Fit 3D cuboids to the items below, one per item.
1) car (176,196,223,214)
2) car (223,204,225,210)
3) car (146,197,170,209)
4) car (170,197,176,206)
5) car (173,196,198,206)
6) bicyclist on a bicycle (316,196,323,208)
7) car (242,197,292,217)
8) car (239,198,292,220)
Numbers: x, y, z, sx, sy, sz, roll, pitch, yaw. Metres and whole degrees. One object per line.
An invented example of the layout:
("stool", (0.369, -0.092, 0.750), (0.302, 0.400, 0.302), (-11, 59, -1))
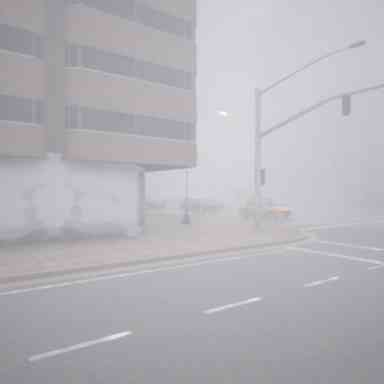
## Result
("car", (0.676, 1.486, 35.876), (1.882, 1.535, 5.008), (0, 0, -36))
("car", (1.858, 1.487, 40.195), (1.882, 1.535, 5.008), (0, 0, -36))
("car", (-5.233, 1.609, 44.038), (1.895, 1.301, 4.718), (0, 0, -36))
("car", (-3.518, 1.558, 53.692), (2.033, 1.411, 5.357), (0, 0, -38))
("car", (-1.199, 1.504, 57.108), (2.128, 1.511, 4.902), (0, 0, -31))
("bicyclist on a bicycle", (16.927, 1.316, 44.085), (1.656, 1.620, 0.582), (0, 0, -36))
("car", (7.272, 1.362, 32.745), (2.097, 1.767, 4.553), (0, 0, -36))
("car", (6.166, 1.486, 28.317), (1.882, 1.535, 5.008), (0, 0, -36))
